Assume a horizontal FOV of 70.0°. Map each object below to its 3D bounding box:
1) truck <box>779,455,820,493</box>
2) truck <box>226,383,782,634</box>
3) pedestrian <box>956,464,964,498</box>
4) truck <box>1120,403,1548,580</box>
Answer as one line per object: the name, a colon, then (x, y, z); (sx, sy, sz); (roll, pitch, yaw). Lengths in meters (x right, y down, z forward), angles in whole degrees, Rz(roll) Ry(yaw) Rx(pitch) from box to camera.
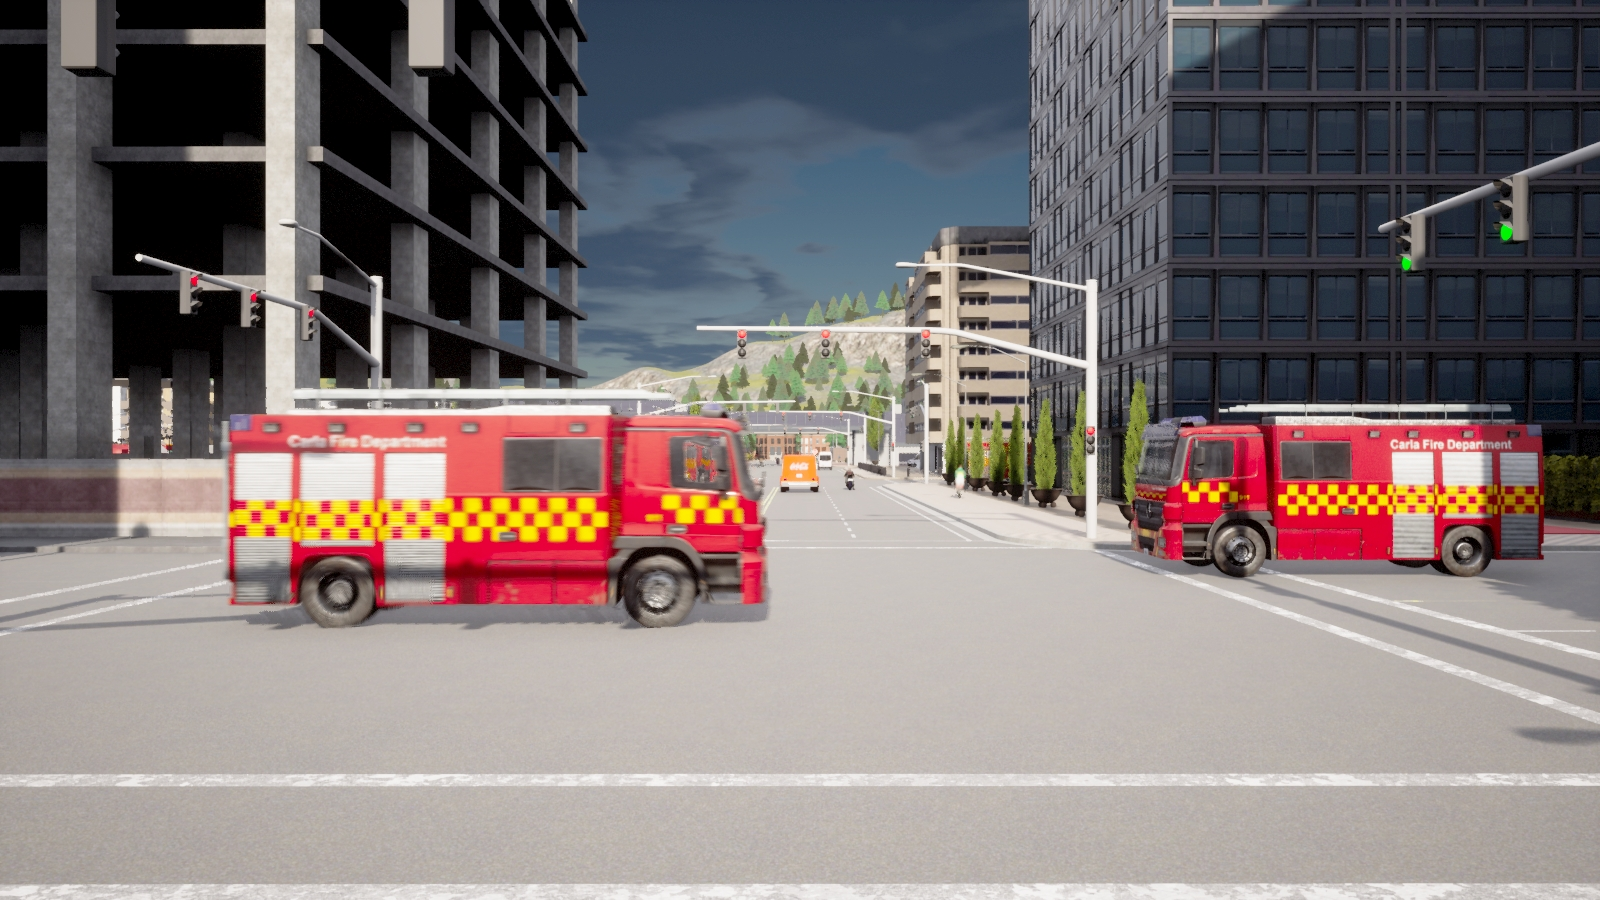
truck: (-0.023, 1.564, 76.782); (2.627, 2.467, 5.204); (0, 0, 0)
truck: (-4.535, 0.889, 18.926); (8.468, 3.827, 2.891); (0, 0, -1)
pedestrian: (8.735, 1.693, 62.323); (0.375, 1.860, 0.375); (0, 0, -1)
truck: (11.970, 0.889, 26.163); (8.468, 3.827, 2.891); (0, 0, -1)
